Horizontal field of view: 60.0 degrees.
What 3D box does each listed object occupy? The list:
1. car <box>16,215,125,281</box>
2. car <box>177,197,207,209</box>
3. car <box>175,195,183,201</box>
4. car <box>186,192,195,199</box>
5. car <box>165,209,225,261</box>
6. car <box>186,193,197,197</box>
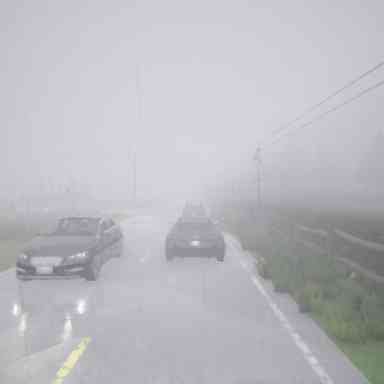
[{"bbox_3d":[-3.295,1.473,9.887,2.128,1.511,4.902,0,0,0],"label":"car"},{"bbox_3d":[0.140,1.442,26.654,2.128,1.511,4.902,0,0,0],"label":"car"},{"bbox_3d":[-2.786,1.360,76.010,1.837,1.490,4.892,0,0,-1],"label":"car"},{"bbox_3d":[-0.490,1.013,94.669,2.097,1.767,4.553,0,0,-5],"label":"car"},{"bbox_3d":[0.097,1.541,12.213,1.994,1.385,4.181,0,0,0],"label":"car"},{"bbox_3d":[0.135,1.191,84.609,2.097,1.767,4.553,0,0,-3],"label":"car"}]
